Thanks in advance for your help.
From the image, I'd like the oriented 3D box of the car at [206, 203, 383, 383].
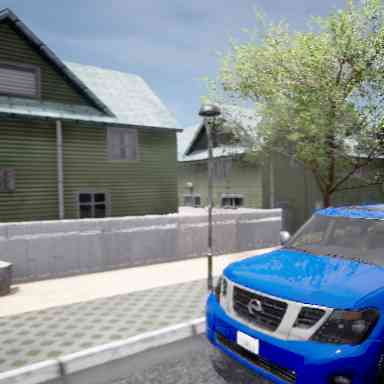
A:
[{"bbox_3d":[2.837,1.220,5.064,5.566,2.045,2.150,0,0,-35],"label":"car"}]
